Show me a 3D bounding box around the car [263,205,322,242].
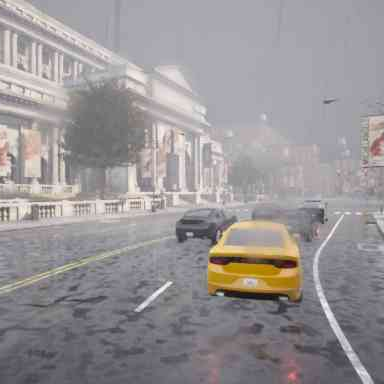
[{"bbox_3d":[5.137,1.564,16.715,1.994,1.385,4.181,0,0,26],"label":"car"}]

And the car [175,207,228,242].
[{"bbox_3d":[0.879,1.504,15.894,1.837,1.490,4.892,0,0,24],"label":"car"}]

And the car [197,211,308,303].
[{"bbox_3d":[1.687,1.478,8.412,1.882,1.535,5.008,0,0,15],"label":"car"}]

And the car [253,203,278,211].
[{"bbox_3d":[6.270,1.564,26.932,1.994,1.385,4.181,0,0,26],"label":"car"}]

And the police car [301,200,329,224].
[{"bbox_3d":[9.132,1.425,25.075,1.930,1.638,5.238,0,0,27],"label":"police car"}]
